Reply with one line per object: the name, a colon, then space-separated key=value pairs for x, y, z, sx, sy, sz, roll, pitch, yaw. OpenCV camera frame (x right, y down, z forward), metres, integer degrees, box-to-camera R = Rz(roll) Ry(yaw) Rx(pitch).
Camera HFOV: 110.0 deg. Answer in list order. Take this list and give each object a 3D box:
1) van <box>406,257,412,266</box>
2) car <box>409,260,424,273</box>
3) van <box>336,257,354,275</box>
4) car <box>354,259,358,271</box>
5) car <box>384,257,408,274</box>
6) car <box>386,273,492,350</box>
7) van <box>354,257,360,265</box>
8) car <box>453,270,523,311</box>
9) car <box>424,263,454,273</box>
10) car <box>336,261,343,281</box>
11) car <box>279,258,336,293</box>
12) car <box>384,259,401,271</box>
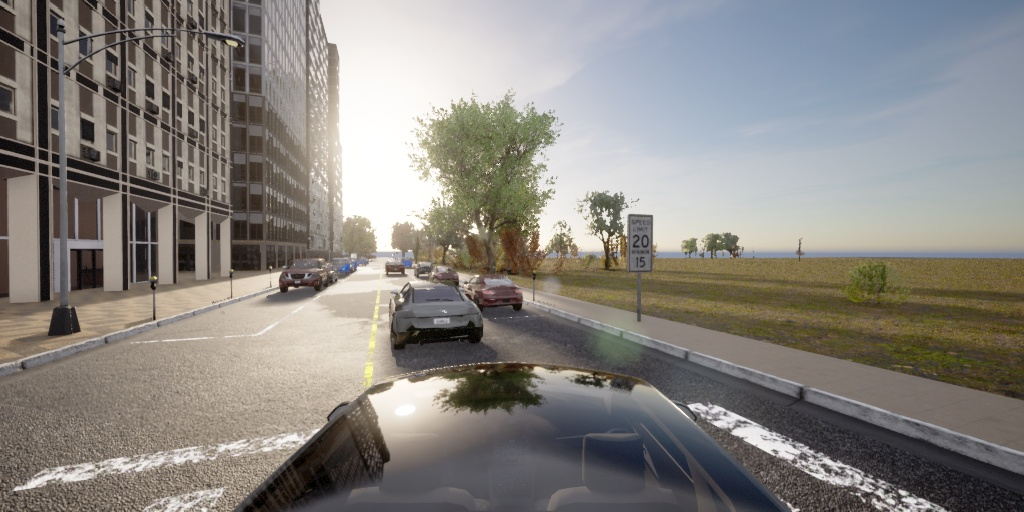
van: x=-17.820 y=1.059 z=60.705 sx=1.690 sy=1.789 sz=3.998 roll=0 pitch=0 yaw=-20
car: x=-8.475 y=1.281 z=34.623 sx=2.007 sy=1.370 sz=4.403 roll=0 pitch=0 yaw=-20
van: x=-17.716 y=1.078 z=37.050 sx=1.690 sy=1.789 sz=3.998 roll=0 pitch=0 yaw=-20
car: x=-19.587 y=1.317 z=42.272 sx=1.802 sy=1.307 sz=4.207 roll=0 pitch=0 yaw=-20
car: x=-12.788 y=1.209 z=39.230 sx=1.882 sy=1.535 sz=5.008 roll=0 pitch=0 yaw=-19
car: x=-2.124 y=1.310 z=9.287 sx=1.994 sy=1.385 sz=4.181 roll=0 pitch=0 yaw=-20
van: x=-21.458 y=1.074 z=47.495 sx=1.690 sy=1.789 sz=3.998 roll=0 pitch=0 yaw=-20
car: x=-0.877 y=1.323 z=13.799 sx=1.802 sy=1.307 sz=4.207 roll=0 pitch=0 yaw=-20
car: x=-4.650 y=1.317 z=24.222 sx=1.802 sy=1.307 sz=4.207 roll=0 pitch=0 yaw=-20
car: x=-14.019 y=1.308 z=26.588 sx=1.948 sy=1.339 sz=4.313 roll=0 pitch=0 yaw=-20
car: x=-12.192 y=1.060 z=21.351 sx=2.192 sy=1.841 sz=5.009 roll=0 pitch=0 yaw=-20
car: x=-16.308 y=1.218 z=48.914 sx=2.128 sy=1.511 sz=4.902 roll=0 pitch=0 yaw=-19
